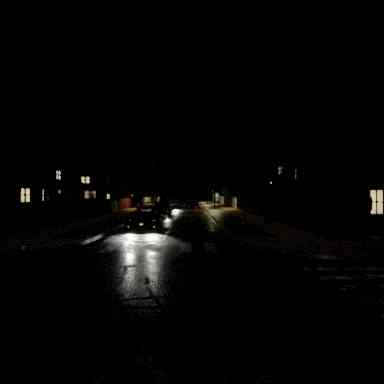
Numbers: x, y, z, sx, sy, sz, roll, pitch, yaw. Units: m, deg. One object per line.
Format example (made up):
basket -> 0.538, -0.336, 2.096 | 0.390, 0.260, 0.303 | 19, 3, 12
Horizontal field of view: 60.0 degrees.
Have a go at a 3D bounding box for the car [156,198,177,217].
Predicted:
car -> -2.845, 1.636, 32.084 | 2.033, 1.411, 5.357 | 0, 0, 0

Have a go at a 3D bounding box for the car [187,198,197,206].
car -> 0.005, 1.791, 61.736 | 1.812, 1.442, 4.674 | 0, 0, 0

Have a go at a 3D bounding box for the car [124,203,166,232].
car -> -2.856, 1.613, 20.399 | 1.994, 1.385, 4.181 | 0, 0, -1

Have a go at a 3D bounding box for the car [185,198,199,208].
car -> 0.003, 1.668, 51.318 | 1.882, 1.535, 5.008 | 0, 0, 0

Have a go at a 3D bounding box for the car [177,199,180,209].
car -> -2.811, 1.665, 48.124 | 2.128, 1.511, 4.902 | 0, 0, 0
